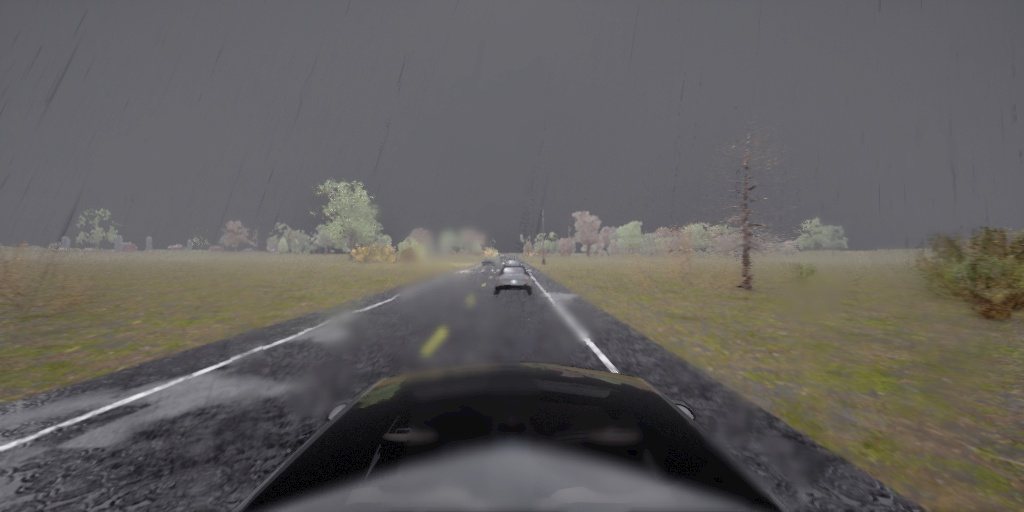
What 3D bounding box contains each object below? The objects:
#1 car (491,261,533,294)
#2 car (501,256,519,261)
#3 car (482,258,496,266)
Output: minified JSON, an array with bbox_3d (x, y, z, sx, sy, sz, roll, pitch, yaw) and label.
[{"bbox_3d":[0.094,1.178,19.226,1.994,1.385,4.181,0,0,0],"label":"car"},{"bbox_3d":[0.092,1.020,37.151,2.033,1.411,5.357,0,0,0],"label":"car"},{"bbox_3d":[-3.545,0.930,55.164,1.895,1.301,4.718,0,0,1],"label":"car"}]
